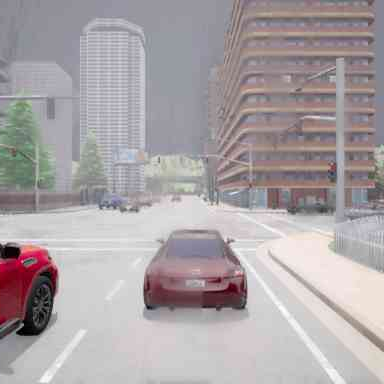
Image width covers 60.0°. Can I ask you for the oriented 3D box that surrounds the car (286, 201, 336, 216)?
[{"bbox_3d":[11.376,1.545,31.393,4.718,1.301,1.895,0,0,-13],"label":"car"}]

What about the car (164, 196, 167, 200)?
[{"bbox_3d":[-7.120,1.509,81.087,1.812,1.442,4.674,0,0,0],"label":"car"}]

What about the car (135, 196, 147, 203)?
[{"bbox_3d":[-10.602,1.500,69.160,1.837,1.490,4.892,0,0,0],"label":"car"}]

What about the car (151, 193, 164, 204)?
[{"bbox_3d":[-7.130,1.525,65.455,1.812,1.442,4.674,0,0,1],"label":"car"}]

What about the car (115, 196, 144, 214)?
[{"bbox_3d":[-6.633,1.481,35.698,2.128,1.511,4.902,0,-1,-6],"label":"car"}]

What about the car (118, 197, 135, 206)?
[{"bbox_3d":[-10.669,1.526,54.612,1.812,1.442,4.674,0,0,0],"label":"car"}]

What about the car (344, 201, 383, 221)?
[{"bbox_3d":[13.675,1.545,24.367,4.718,1.301,1.895,0,0,-13],"label":"car"}]

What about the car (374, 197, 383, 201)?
[{"bbox_3d":[16.535,1.422,29.129,5.008,1.535,1.882,0,0,-20],"label":"car"}]

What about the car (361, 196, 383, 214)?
[{"bbox_3d":[19.815,1.296,34.249,4.553,1.767,2.097,0,0,-27],"label":"car"}]

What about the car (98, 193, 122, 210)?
[{"bbox_3d":[-10.641,1.221,44.086,2.150,2.045,5.566,0,0,2],"label":"car"}]

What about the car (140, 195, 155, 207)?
[{"bbox_3d":[-7.153,1.525,50.277,1.812,1.442,4.674,0,0,0],"label":"car"}]

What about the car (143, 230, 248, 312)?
[{"bbox_3d":[0.081,1.564,7.819,1.994,1.385,4.181,0,0,1],"label":"car"}]

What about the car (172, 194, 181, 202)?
[{"bbox_3d":[-3.615,1.355,77.729,2.097,1.767,4.553,0,0,0],"label":"car"}]

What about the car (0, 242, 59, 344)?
[{"bbox_3d":[-3.437,1.221,3.539,2.150,2.045,5.566,0,0,0],"label":"car"}]
